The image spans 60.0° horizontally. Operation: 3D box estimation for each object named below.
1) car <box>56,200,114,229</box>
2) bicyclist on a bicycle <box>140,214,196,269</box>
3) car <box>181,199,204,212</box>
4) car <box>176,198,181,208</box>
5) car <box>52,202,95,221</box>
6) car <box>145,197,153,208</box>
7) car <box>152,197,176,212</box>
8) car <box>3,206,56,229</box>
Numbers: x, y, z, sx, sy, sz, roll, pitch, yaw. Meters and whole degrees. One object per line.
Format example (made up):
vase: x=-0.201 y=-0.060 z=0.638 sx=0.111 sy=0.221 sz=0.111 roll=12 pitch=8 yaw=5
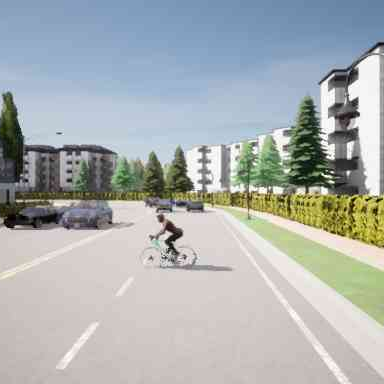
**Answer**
car: x=-6.544 y=1.350 z=21.352 sx=2.097 sy=1.767 sz=4.553 roll=0 pitch=0 yaw=2
bicyclist on a bicycle: x=-0.721 y=1.451 z=9.678 sx=1.656 sy=1.620 sz=0.582 roll=-2 pitch=0 yaw=2
car: x=0.238 y=1.491 z=38.433 sx=2.128 sy=1.511 sz=4.902 roll=0 pitch=0 yaw=-6
car: x=-1.959 y=1.600 z=48.838 sx=1.895 sy=1.301 sz=4.718 roll=0 pitch=0 yaw=-19
car: x=-9.807 y=1.563 z=27.885 sx=1.994 sy=1.385 sz=4.181 roll=0 pitch=0 yaw=1
car: x=-5.612 y=1.491 z=48.574 sx=2.128 sy=1.511 sz=4.902 roll=0 pitch=0 yaw=-20
car: x=-3.180 y=1.547 z=37.916 sx=2.033 sy=1.411 sz=5.357 roll=0 pitch=0 yaw=-5
car: x=-10.093 y=1.601 z=21.564 sx=1.895 sy=1.301 sz=4.718 roll=0 pitch=0 yaw=1
